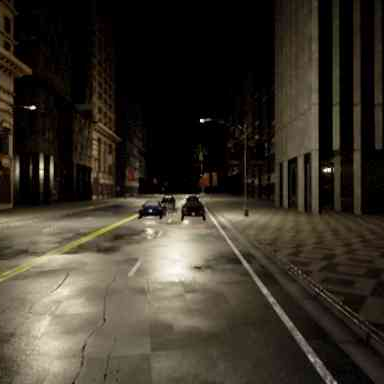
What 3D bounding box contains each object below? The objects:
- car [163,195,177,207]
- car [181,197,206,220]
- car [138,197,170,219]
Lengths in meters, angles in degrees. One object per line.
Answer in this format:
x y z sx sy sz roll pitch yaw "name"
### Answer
-3.158 1.194 44.790 2.128 1.511 4.902 0 1 0 "car"
0.098 1.357 25.921 1.812 1.442 4.674 0 0 0 "car"
-3.154 1.385 27.282 1.994 1.385 4.181 0 0 0 "car"
